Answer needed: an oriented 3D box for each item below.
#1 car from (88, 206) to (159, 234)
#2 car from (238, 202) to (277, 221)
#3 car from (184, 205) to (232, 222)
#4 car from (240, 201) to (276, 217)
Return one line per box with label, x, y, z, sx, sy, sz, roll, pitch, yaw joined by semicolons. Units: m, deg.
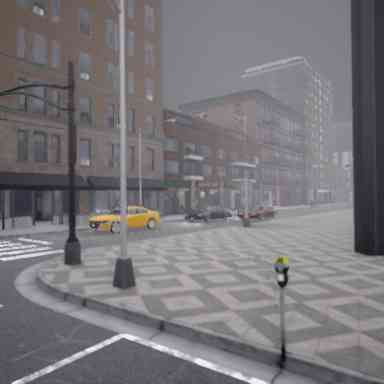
car;-4.224;1.670;21.162;1.882;1.535;5.008;-1;-1;36
car;5.985;1.862;29.836;1.895;1.301;4.718;-1;-1;36
car;1.545;1.822;29.147;2.033;1.411;5.357;-1;-1;35
car;7.466;1.848;37.331;2.128;1.511;4.902;-1;-1;36
